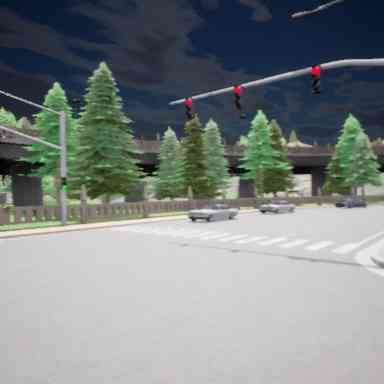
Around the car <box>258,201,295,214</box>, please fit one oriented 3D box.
[{"bbox_3d":[8.960,1.602,34.960,1.895,1.301,4.718,-1,0,44],"label":"car"}]

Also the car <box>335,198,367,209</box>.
[{"bbox_3d":[20.748,1.434,43.515,4.181,1.385,1.994,-1,0,-25],"label":"car"}]

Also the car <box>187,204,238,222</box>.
[{"bbox_3d":[1.729,1.667,26.828,1.895,1.301,4.718,-1,0,40],"label":"car"}]
